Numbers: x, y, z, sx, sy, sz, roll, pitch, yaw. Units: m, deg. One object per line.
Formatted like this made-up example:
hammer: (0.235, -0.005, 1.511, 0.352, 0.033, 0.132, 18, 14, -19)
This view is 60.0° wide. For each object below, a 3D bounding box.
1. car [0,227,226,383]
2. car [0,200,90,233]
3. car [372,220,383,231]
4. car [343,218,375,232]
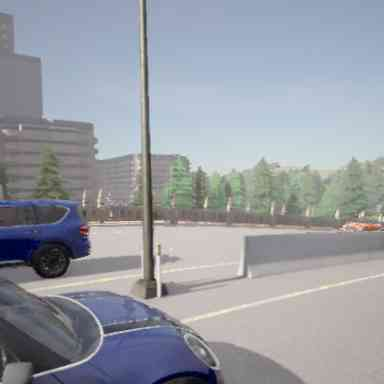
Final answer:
car: (-1.892, 1.356, 2.396, 4.553, 1.767, 2.097, 0, 0, -36)
car: (-5.486, 1.236, 8.677, 5.566, 2.045, 2.150, 1, 0, -36)
car: (19.119, 3.604, 30.509, 5.357, 1.411, 2.033, 6, -4, -35)
car: (17.175, 3.415, 33.419, 4.553, 1.767, 2.097, 6, -3, -35)
